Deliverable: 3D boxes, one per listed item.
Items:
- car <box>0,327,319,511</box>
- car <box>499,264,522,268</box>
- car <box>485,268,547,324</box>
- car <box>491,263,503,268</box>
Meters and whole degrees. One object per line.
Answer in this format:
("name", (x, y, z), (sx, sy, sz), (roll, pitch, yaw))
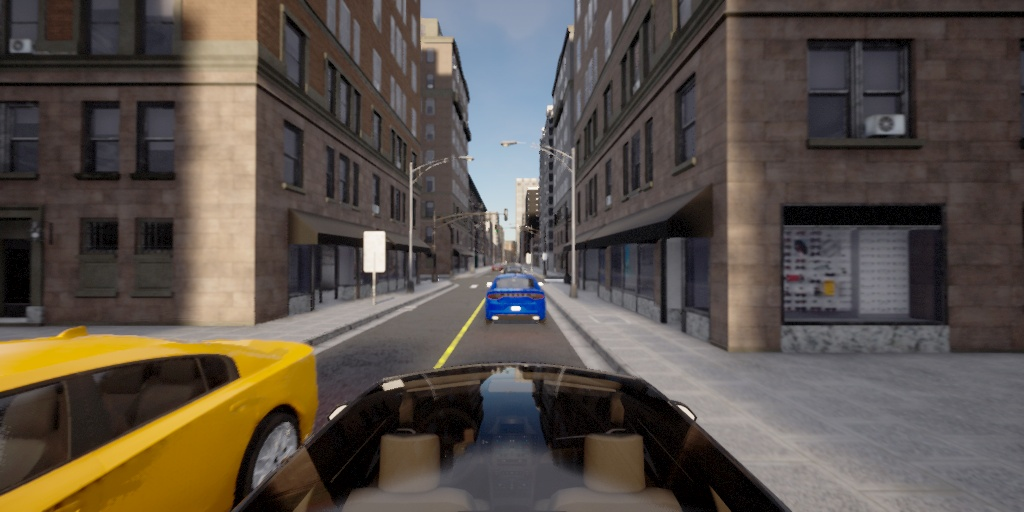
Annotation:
("car", (-2.851, 1.224, 1.497), (1.882, 1.535, 5.008), (0, -1, 0))
("car", (0.132, 1.606, 29.412), (1.837, 1.490, 4.892), (0, 0, 0))
("car", (0.109, 1.362, 12.679), (1.882, 1.535, 5.008), (0, -1, 0))
("car", (-2.724, 2.042, 64.220), (1.882, 1.535, 5.008), (0, -1, 1))
